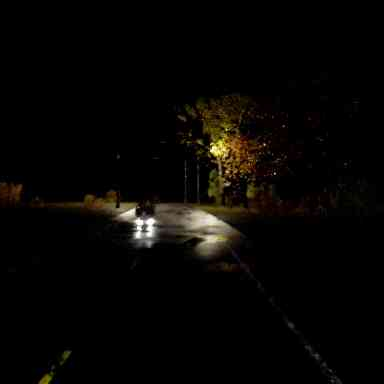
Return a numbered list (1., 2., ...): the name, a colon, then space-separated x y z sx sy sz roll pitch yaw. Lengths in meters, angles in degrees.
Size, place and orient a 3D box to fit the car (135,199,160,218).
1. car: -4.609 1.764 33.367 2.128 1.511 4.902 0 0 -3
